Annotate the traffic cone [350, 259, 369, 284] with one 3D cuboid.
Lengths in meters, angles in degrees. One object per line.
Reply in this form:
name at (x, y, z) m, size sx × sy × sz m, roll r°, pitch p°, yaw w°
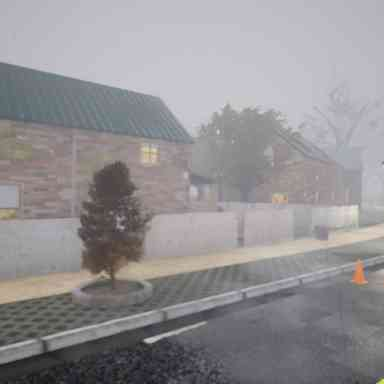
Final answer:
traffic cone at (4.309, 2.023, 8.574) m, size 0.340 × 0.580 × 0.340 m, roll 1°, pitch 0°, yaw -37°
